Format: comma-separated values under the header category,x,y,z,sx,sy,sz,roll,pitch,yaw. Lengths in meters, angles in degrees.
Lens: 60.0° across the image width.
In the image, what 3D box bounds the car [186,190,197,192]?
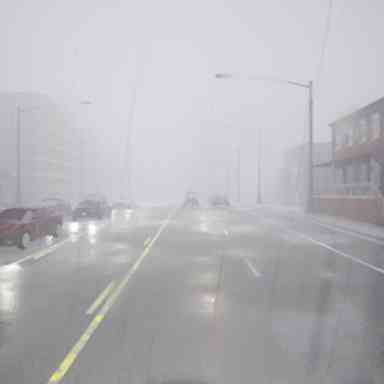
category,x,y,z,sx,sy,sz,roll,pitch,yaw
car,-0.123,0.797,49.688,2.150,2.045,5.566,0,-1,0

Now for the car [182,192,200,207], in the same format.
category,x,y,z,sx,sy,sz,roll,pitch,yaw
car,-0.098,1.012,39.634,1.812,1.442,4.674,0,0,0

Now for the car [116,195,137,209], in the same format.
category,x,y,z,sx,sy,sz,roll,pitch,yaw
car,-7.157,1.033,35.176,1.812,1.442,4.674,0,1,0

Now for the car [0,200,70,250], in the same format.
category,x,y,z,sx,sy,sz,roll,pitch,yaw
car,-7.132,1.359,14.080,1.882,1.535,5.008,0,1,0

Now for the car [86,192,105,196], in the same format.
category,x,y,z,sx,sy,sz,roll,pitch,yaw
car,-10.654,0.858,36.050,2.097,1.767,4.553,0,0,0

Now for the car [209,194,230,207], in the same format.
category,x,y,z,sx,sy,sz,roll,pitch,yaw
car,3.402,1.046,39.642,1.994,1.385,4.181,0,0,0

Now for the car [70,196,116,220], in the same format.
category,x,y,z,sx,sy,sz,roll,pitch,yaw
car,-7.151,1.234,24.050,1.994,1.385,4.181,0,1,0

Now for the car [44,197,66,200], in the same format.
category,x,y,z,sx,sy,sz,roll,pitch,yaw
car,-10.656,1.169,25.500,1.812,1.442,4.674,0,1,0
